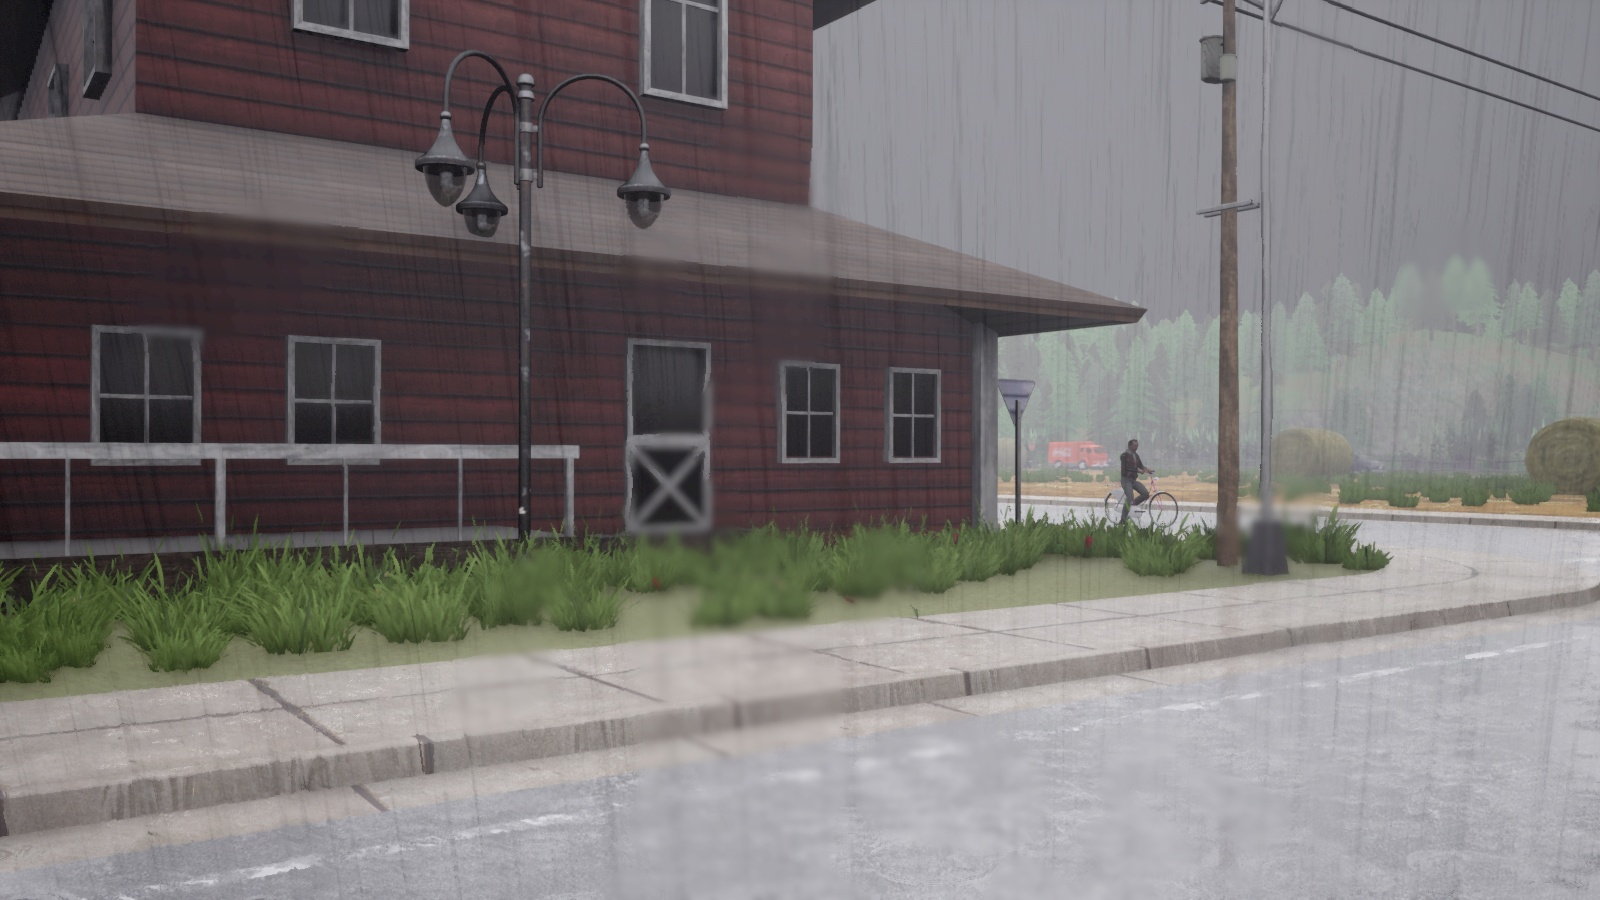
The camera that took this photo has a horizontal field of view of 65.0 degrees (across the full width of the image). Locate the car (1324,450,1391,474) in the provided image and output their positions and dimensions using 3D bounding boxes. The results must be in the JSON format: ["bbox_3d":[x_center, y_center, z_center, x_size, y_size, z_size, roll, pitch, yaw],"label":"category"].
[{"bbox_3d":[36.951,0.814,83.349,1.789,1.549,3.705,0,0,-32],"label":"car"}]

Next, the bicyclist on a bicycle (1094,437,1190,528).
[{"bbox_3d":[6.850,0.636,25.217,0.659,1.776,1.843,0,0,-36],"label":"bicyclist on a bicycle"}]
